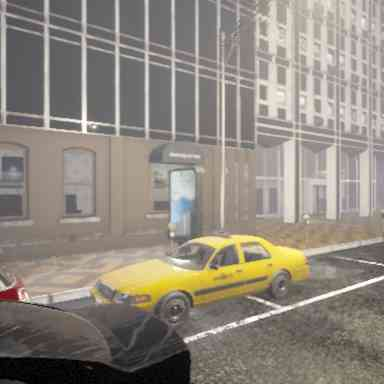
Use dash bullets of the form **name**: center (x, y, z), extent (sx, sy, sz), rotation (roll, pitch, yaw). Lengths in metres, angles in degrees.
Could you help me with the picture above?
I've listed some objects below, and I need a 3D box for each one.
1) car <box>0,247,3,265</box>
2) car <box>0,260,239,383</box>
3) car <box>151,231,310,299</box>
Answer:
- **car**: center (-4.026, 1.448, 3.682), extent (4.097, 1.590, 1.967), rotation (0, 0, -36)
- **car**: center (-2.274, 1.483, 1.623), extent (5.008, 1.535, 1.882), rotation (0, 0, -36)
- **car**: center (0.430, 1.521, 6.868), extent (4.829, 1.417, 1.752), rotation (0, 0, -36)
